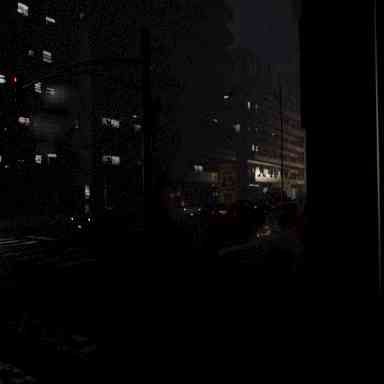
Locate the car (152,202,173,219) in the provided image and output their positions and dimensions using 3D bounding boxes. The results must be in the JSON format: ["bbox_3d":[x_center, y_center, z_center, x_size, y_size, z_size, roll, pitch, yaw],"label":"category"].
[{"bbox_3d":[-3.377,1.458,25.843,1.887,1.381,4.507,-1,0,36],"label":"car"}]

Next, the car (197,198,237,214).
[{"bbox_3d":[2.620,1.383,33.974,2.008,1.369,4.403,-1,0,36],"label":"car"}]

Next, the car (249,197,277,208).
[{"bbox_3d":[9.262,1.310,43.152,1.947,1.339,4.313,-1,0,36],"label":"car"}]

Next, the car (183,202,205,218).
[{"bbox_3d":[1.277,1.430,27.714,1.895,1.301,4.718,-1,0,36],"label":"car"}]

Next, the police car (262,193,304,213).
[{"bbox_3d":[9.046,1.209,33.163,2.038,1.542,4.974,-1,0,36],"label":"police car"}]

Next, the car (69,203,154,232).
[{"bbox_3d":[-4.697,1.511,19.431,1.895,1.301,4.718,-1,0,35],"label":"car"}]

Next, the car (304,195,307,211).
[{"bbox_3d":[12.729,1.195,33.651,1.947,1.339,4.313,-1,0,36],"label":"car"}]

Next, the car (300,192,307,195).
[{"bbox_3d":[19.221,0.929,56.919,2.192,1.841,5.009,-1,0,36],"label":"car"}]

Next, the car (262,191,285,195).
[{"bbox_3d":[9.318,0.942,38.808,2.150,2.045,5.566,-1,0,36],"label":"car"}]

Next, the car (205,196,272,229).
[{"bbox_3d":[2.856,1.200,19.822,1.967,1.590,4.097,-1,0,36],"label":"car"}]
